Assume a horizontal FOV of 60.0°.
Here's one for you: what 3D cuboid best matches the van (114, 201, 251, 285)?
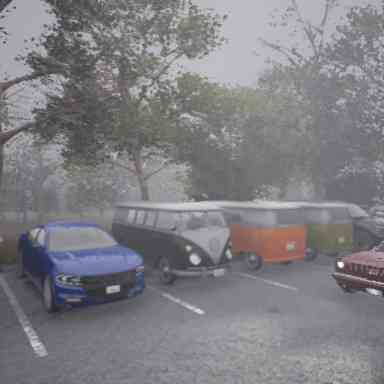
[{"bbox_3d":[-0.660,1.267,9.443,1.878,1.987,4.442,1,0,-35],"label":"van"}]

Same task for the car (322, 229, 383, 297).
[{"bbox_3d":[5.350,1.674,7.799,4.718,1.301,1.895,1,-1,-36],"label":"car"}]

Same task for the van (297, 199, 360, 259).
[{"bbox_3d":[3.723,1.352,12.852,1.878,1.987,4.442,1,-1,-35],"label":"van"}]

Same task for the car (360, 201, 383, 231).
[{"bbox_3d":[6.064,1.369,14.341,2.435,2.045,5.566,1,-1,-35],"label":"car"}]

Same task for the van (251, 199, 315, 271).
[{"bbox_3d":[1.569,1.312,11.317,1.878,1.987,4.442,1,-1,-35],"label":"van"}]

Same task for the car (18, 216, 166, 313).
[{"bbox_3d":[-2.865,1.479,8.021,2.097,1.535,5.008,0,0,-35],"label":"car"}]
